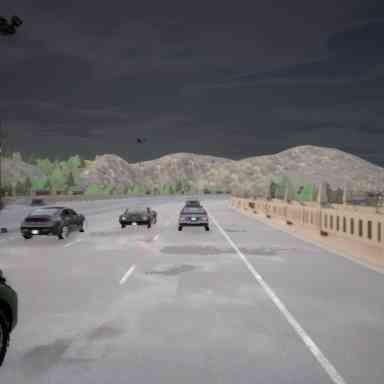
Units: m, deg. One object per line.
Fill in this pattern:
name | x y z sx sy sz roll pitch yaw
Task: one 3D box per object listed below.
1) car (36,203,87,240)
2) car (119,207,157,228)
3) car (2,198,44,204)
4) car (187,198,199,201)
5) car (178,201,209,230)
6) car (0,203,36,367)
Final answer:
car | -6.905 1.506 17.060 1.837 1.490 4.892 0 0 0
car | -3.407 1.602 21.945 1.895 1.301 4.718 0 0 0
car | -14.085 1.353 28.188 2.097 1.767 4.553 0 0 0
car | 0.113 1.507 42.649 1.837 1.490 4.892 0 0 0
car | 0.095 1.548 21.045 2.033 1.411 5.357 0 0 0
car | -3.402 1.222 2.092 2.150 2.045 5.566 0 0 0
